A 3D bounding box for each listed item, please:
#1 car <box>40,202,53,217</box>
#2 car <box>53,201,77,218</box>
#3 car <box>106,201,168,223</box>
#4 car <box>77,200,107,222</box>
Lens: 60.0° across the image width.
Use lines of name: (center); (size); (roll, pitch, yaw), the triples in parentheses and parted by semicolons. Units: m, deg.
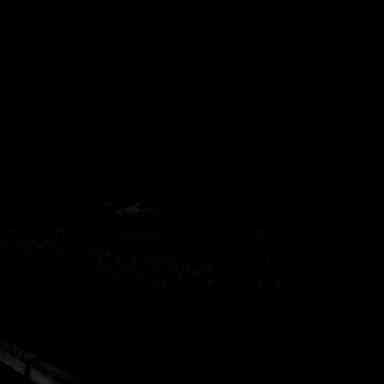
car: (-11.722, 1.531, 30.901); (2.002, 1.452, 4.674); (0, 0, 36)
car: (-9.057, 1.489, 28.995); (2.231, 1.521, 4.892); (0, 0, 36)
car: (-3.829, 1.521, 25.265); (2.002, 1.452, 4.674); (0, 0, 36)
car: (-6.387, 1.484, 27.102); (2.097, 1.535, 5.008); (0, 0, 36)
